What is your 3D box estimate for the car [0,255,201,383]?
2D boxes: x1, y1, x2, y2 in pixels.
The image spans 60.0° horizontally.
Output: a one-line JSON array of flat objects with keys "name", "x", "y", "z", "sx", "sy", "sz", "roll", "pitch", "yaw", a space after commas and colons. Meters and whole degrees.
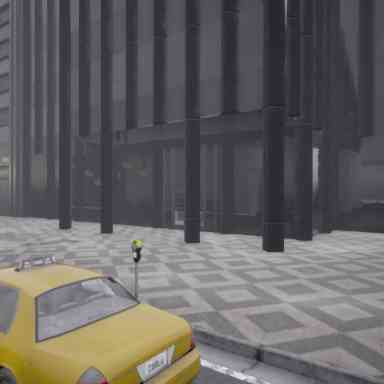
[{"name": "car", "x": -2.179, "y": 1.526, "z": 4.384, "sx": 4.829, "sy": 1.417, "sz": 1.752, "roll": 0, "pitch": 0, "yaw": 36}]
